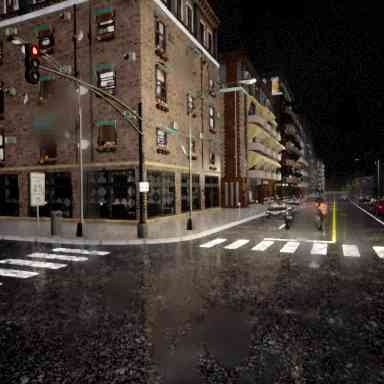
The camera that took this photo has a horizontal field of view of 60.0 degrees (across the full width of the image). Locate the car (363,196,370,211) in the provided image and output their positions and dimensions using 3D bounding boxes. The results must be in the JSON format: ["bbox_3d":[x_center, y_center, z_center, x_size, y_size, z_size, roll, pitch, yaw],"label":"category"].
[{"bbox_3d":[19.458,1.333,34.843,2.008,1.369,4.403,-1,0,23],"label":"car"}]

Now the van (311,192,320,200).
[{"bbox_3d":[29.698,1.036,80.021,1.690,1.788,3.998,-1,0,23],"label":"van"}]

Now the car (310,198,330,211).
[{"bbox_3d":[14.759,1.384,38.308,1.994,1.385,4.181,0,0,23],"label":"car"}]

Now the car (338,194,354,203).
[{"bbox_3d":[26.942,1.277,58.863,1.994,1.385,4.181,0,0,23],"label":"car"}]

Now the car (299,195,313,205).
[{"bbox_3d":[18.415,1.310,53.684,1.752,1.417,4.829,-1,0,23],"label":"car"}]

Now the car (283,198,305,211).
[{"bbox_3d":[11.751,1.397,38.133,2.008,1.369,4.403,-1,0,23],"label":"car"}]

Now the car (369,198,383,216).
[{"bbox_3d":[17.214,1.386,29.606,1.802,1.307,4.206,-1,0,23],"label":"car"}]

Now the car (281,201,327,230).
[{"bbox_3d":[6.871,1.464,20.148,1.994,1.385,4.181,0,0,23],"label":"car"}]

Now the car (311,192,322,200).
[{"bbox_3d":[31.941,0.994,85.256,2.192,1.841,5.009,-1,0,23],"label":"car"}]

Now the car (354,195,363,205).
[{"bbox_3d":[26.190,1.270,50.551,2.008,1.369,4.403,-1,0,23],"label":"car"}]

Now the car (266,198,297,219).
[{"bbox_3d":[7.263,1.442,27.660,2.008,1.369,4.403,-1,0,23],"label":"car"}]

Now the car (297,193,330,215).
[{"bbox_3d":[10.747,1.212,29.148,2.097,1.767,4.553,0,0,23],"label":"car"}]
